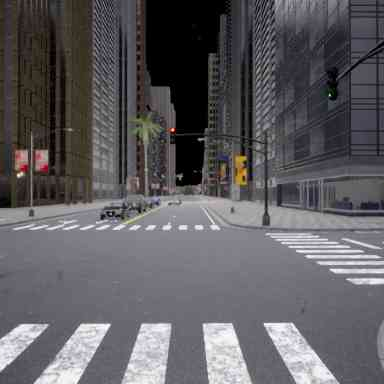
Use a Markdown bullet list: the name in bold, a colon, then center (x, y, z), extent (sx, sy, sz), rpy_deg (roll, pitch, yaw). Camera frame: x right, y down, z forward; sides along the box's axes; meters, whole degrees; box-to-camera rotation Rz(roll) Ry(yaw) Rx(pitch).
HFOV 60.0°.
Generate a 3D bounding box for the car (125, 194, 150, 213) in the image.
- **car**: center (-6.642, 1.312, 38.452), extent (2.150, 2.045, 5.566), rpy_deg (0, 0, 0)

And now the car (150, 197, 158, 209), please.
- **car**: center (-6.645, 1.480, 48.380), extent (2.097, 1.767, 4.553), rpy_deg (0, 0, 0)

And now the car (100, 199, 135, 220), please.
- **car**: center (-6.630, 1.626, 29.128), extent (1.994, 1.385, 4.181), rpy_deg (0, 0, 0)

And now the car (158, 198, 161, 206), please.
- **car**: center (-6.613, 1.649, 58.519), extent (1.882, 1.535, 5.008), rpy_deg (0, 0, 0)

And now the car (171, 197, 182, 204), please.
- **car**: center (-3.228, 1.785, 69.693), extent (1.994, 1.385, 4.181), rpy_deg (0, 0, 0)

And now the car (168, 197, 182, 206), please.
- **car**: center (-3.218, 1.778, 59.798), extent (1.895, 1.301, 4.718), rpy_deg (0, 0, 0)
